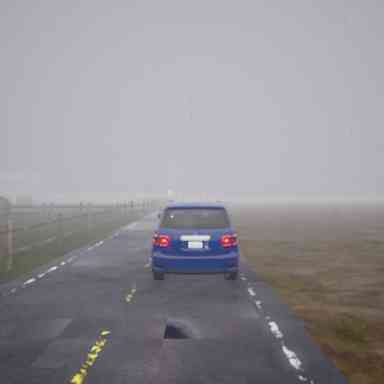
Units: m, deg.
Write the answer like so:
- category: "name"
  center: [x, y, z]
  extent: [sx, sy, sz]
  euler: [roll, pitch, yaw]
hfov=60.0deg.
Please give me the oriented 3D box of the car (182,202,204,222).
- category: "car"
  center: [0.074, 1.651, 28.877]
  extent: [1.812, 1.442, 4.674]
  euler: [0, 0, 0]

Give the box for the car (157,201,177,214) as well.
- category: "car"
  center: [-2.840, 1.739, 39.037]
  extent: [1.994, 1.385, 4.181]
  euler: [0, 0, 0]

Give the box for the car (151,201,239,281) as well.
- category: "car"
  center: [0.082, 1.266, 10.097]
  extent: [2.150, 2.045, 5.566]
  euler: [0, 0, 0]
